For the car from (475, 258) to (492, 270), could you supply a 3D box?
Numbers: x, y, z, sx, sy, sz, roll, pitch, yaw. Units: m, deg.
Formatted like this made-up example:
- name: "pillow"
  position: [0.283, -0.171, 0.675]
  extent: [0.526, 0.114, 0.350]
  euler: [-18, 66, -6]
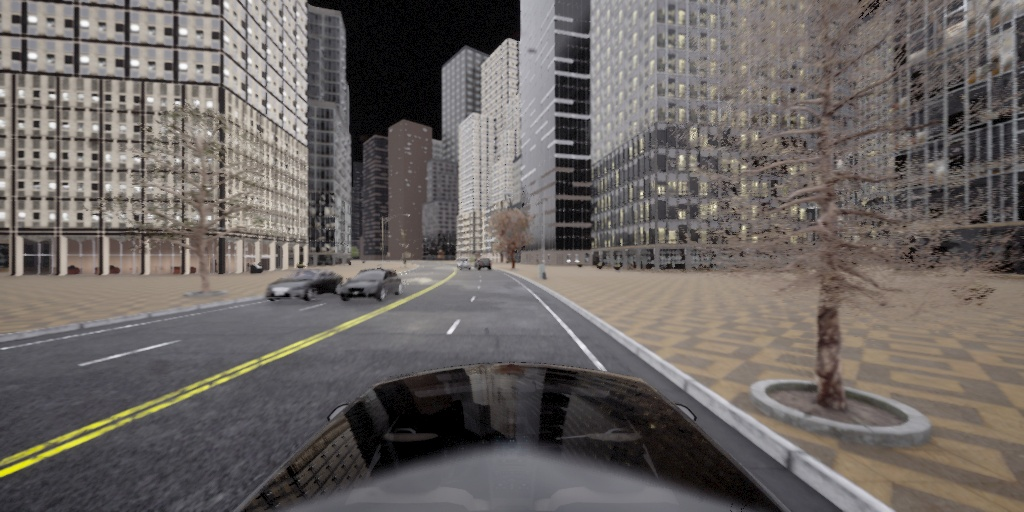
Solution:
- name: "car"
  position: [-4.743, 1.414, 61.857]
  extent: [2.150, 2.045, 5.566]
  euler: [0, 0, -9]

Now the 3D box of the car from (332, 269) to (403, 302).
- name: "car"
  position: [-6.919, 1.409, 18.122]
  extent: [1.837, 1.490, 4.892]
  euler: [0, -1, -2]

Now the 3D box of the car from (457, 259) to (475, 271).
- name: "car"
  position: [-7.956, 1.747, 61.371]
  extent: [2.033, 1.411, 5.357]
  euler: [0, 0, -9]

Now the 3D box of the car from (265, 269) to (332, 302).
- name: "car"
  position: [-10.165, 1.403, 18.007]
  extent: [2.128, 1.511, 4.902]
  euler: [0, -1, -2]
